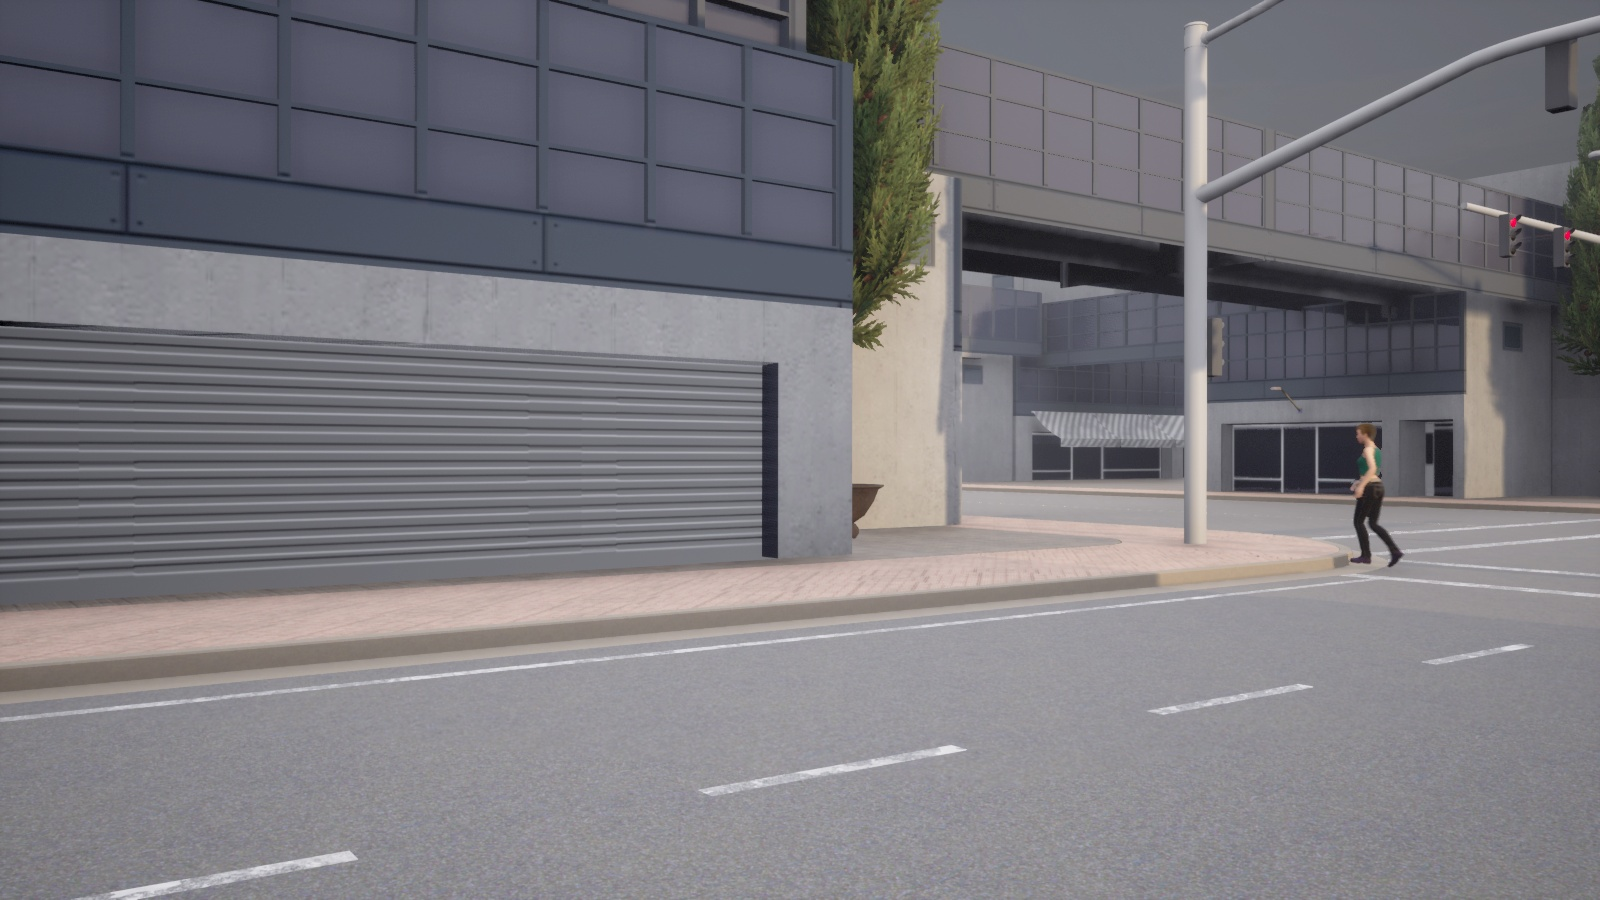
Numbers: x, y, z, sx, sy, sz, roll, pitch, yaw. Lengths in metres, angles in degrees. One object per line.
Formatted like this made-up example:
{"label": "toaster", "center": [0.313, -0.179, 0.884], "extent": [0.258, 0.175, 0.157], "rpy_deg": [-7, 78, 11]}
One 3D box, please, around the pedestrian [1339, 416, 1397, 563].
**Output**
{"label": "pedestrian", "center": [7.286, 0.497, 16.113], "extent": [0.345, 1.836, 0.594], "rpy_deg": [0, 0, -44]}
